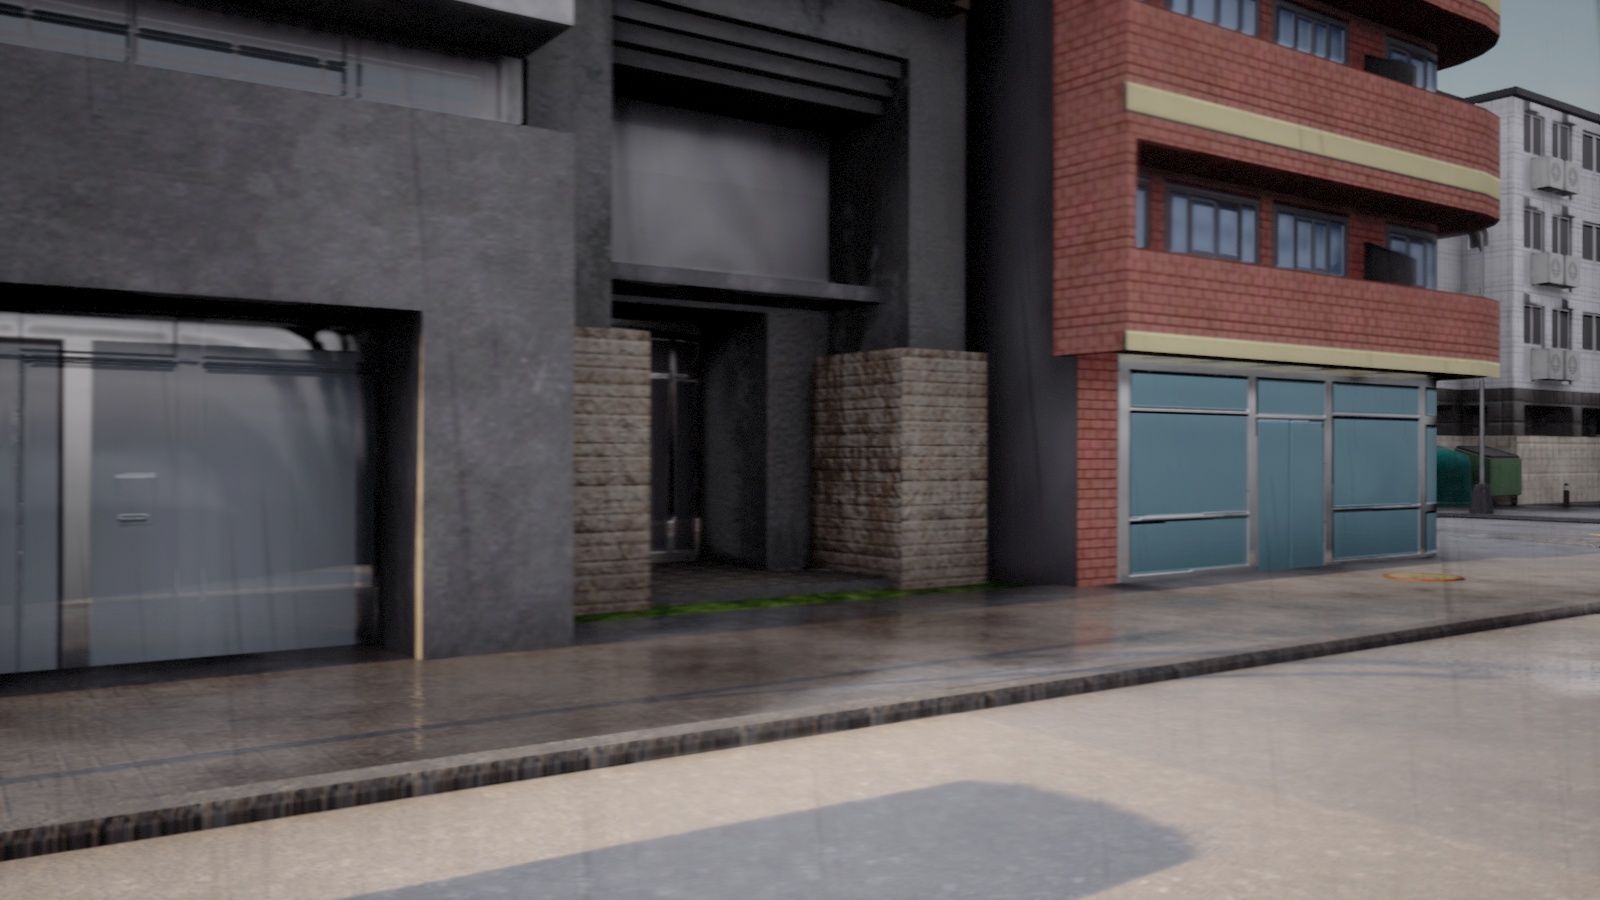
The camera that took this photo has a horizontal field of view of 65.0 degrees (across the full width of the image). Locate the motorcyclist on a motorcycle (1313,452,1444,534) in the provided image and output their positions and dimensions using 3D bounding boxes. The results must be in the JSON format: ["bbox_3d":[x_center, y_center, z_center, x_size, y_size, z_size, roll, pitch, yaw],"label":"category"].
[{"bbox_3d":[11.314,0.816,24.643,0.866,1.530,2.191,0,0,-35],"label":"motorcyclist on a motorcycle"}]
